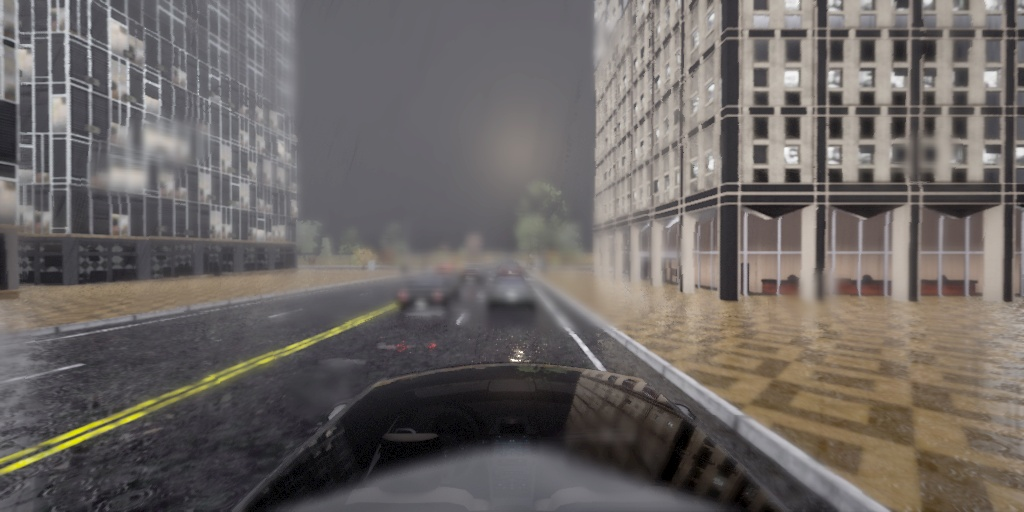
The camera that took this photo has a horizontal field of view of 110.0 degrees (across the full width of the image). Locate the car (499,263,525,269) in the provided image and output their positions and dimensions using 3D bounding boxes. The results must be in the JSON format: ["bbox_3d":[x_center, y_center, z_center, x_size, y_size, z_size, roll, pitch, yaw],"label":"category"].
[{"bbox_3d":[0.009,1.371,30.255,2.097,1.767,4.553,0,-1,0],"label":"car"}]

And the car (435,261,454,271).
[{"bbox_3d":[-9.794,1.564,52.462,2.097,1.767,4.553,0,0,0],"label":"car"}]

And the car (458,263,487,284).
[{"bbox_3d":[-3.242,1.528,30.346,1.837,1.490,4.892,0,0,0],"label":"car"}]

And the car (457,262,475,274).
[{"bbox_3d":[-6.551,1.683,51.654,1.882,1.535,5.008,0,-1,1],"label":"car"}]

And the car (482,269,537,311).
[{"bbox_3d":[0.016,1.446,15.294,1.994,1.385,4.181,0,0,0],"label":"car"}]

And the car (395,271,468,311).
[{"bbox_3d":[-3.239,1.480,15.082,1.895,1.301,4.718,0,-1,0],"label":"car"}]
